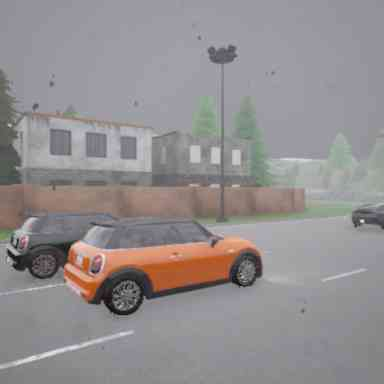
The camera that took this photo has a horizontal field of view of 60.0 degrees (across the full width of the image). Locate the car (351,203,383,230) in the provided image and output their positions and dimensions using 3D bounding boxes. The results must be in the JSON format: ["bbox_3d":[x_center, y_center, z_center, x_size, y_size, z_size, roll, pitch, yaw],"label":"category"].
[{"bbox_3d":[11.922,1.462,20.865,4.892,1.490,1.837,0,0,-36],"label":"car"}]

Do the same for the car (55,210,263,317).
[{"bbox_3d":[-0.463,1.344,7.718,4.553,1.767,2.097,0,0,-36],"label":"car"}]

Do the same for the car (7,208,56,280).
[{"bbox_3d":[-3.022,1.345,10.190,4.553,1.767,2.097,0,0,-36],"label":"car"}]
